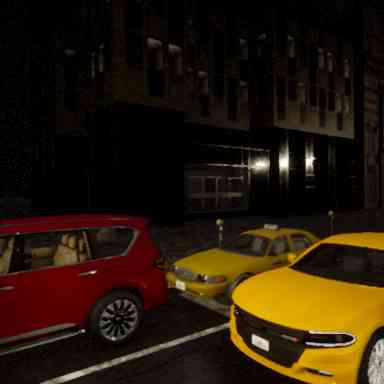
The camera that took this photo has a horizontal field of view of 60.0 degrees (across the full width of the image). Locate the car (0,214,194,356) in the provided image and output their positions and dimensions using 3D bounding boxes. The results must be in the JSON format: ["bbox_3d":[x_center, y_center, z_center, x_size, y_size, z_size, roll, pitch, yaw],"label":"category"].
[{"bbox_3d":[-2.689,1.319,4.724,5.009,1.841,2.192,-1,0,-36],"label":"car"}]

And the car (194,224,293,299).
[{"bbox_3d":[1.726,1.482,7.920,4.829,1.417,1.752,-1,0,-36],"label":"car"}]

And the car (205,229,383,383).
[{"bbox_3d":[2.803,1.437,5.289,5.008,1.535,1.882,-1,0,-36],"label":"car"}]
